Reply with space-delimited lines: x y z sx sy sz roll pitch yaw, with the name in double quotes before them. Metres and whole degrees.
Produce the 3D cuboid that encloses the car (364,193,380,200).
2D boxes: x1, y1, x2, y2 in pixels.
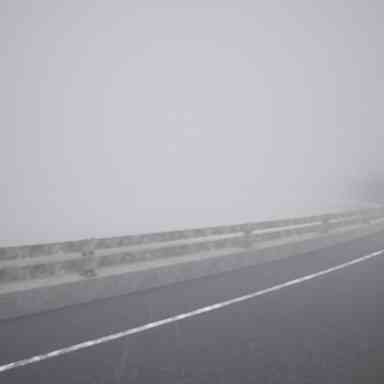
"car" 39.044 1.019 72.190 1.837 1.490 4.892 0 0 4
